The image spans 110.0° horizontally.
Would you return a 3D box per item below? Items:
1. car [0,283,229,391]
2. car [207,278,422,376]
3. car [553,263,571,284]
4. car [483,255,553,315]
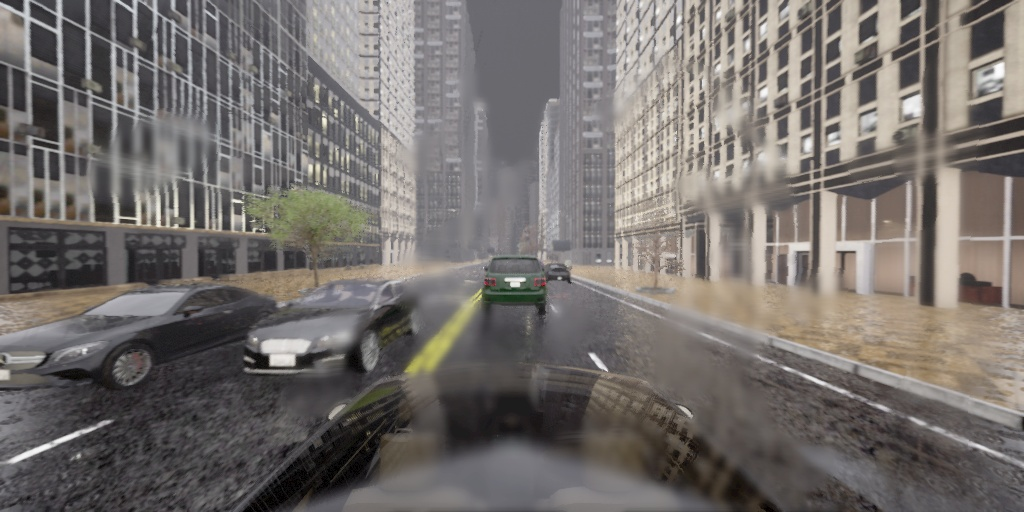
[{"bbox_3d":[-6.551,1.278,6.917,1.812,1.442,4.674,0,0,1],"label":"car"},{"bbox_3d":[-3.295,1.245,7.632,2.128,1.511,4.902,0,0,1],"label":"car"},{"bbox_3d":[3.316,1.266,27.221,1.837,1.490,4.892,0,1,0],"label":"car"},{"bbox_3d":[0.099,0.977,13.785,2.150,2.045,5.566,0,0,0],"label":"car"}]
